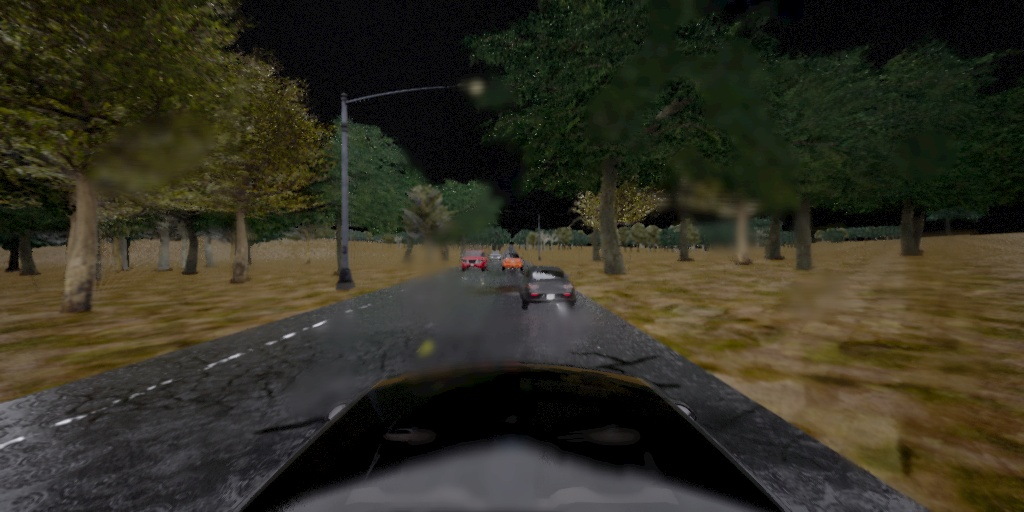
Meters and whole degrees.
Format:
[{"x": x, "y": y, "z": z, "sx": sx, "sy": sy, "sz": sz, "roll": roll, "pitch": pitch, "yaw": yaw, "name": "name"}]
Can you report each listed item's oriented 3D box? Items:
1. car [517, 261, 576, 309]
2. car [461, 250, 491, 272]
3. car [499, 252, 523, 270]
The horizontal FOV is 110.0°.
[{"x": 1.230, "y": 1.074, "z": 13.551, "sx": 1.812, "sy": 1.442, "sz": 4.674, "roll": 0, "pitch": 1, "yaw": 0, "name": "car"}, {"x": -3.576, "y": 0.410, "z": 35.071, "sx": 2.150, "sy": 2.045, "sz": 5.566, "roll": 0, "pitch": 1, "yaw": 0, "name": "car"}, {"x": 0.069, "y": 0.495, "z": 37.752, "sx": 2.097, "sy": 1.767, "sz": 4.553, "roll": 0, "pitch": 1, "yaw": 0, "name": "car"}]
